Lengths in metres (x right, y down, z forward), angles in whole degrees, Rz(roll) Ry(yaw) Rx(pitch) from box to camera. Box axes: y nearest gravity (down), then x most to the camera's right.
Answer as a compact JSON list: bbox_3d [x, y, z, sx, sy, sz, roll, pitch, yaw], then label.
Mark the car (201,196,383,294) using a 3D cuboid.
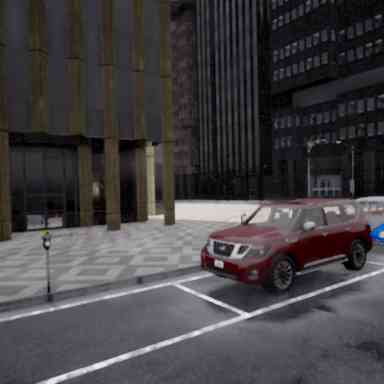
[{"bbox_3d":[2.619,1.138,8.492,5.009,1.841,2.192,-2,1,-35],"label":"car"}]
